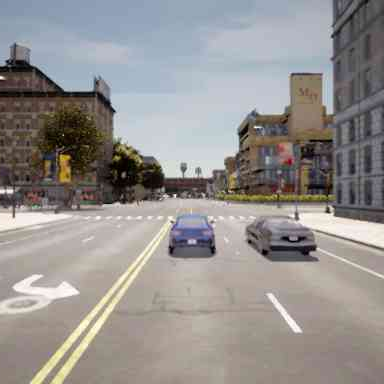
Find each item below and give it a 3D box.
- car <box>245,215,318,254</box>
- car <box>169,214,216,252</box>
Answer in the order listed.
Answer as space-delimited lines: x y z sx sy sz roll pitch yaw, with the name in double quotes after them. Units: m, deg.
3.504 1.679 13.998 2.033 1.411 5.357 0 -1 0 "car"
0.006 1.661 14.385 1.812 1.442 4.674 0 0 0 "car"
